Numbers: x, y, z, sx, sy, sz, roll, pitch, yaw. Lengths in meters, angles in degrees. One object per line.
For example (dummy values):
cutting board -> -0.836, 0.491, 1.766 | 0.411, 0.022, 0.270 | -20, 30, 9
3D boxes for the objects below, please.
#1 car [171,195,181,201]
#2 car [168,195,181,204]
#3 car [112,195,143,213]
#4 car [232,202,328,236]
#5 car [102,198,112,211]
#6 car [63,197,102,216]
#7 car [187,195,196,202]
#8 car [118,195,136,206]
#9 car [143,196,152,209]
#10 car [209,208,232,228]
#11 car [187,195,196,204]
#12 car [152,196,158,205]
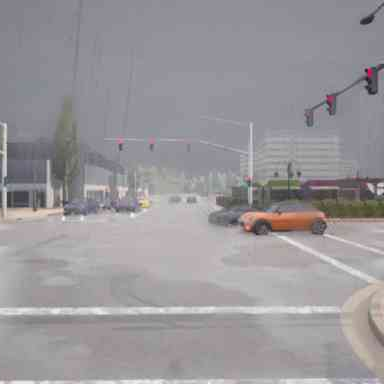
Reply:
car -> -3.587, 1.381, 74.921 | 1.994, 1.385, 4.181 | 0, 0, 0
car -> -3.575, 1.509, 64.648 | 2.033, 1.411, 5.357 | 0, 0, 0
car -> -7.130, 1.330, 37.184 | 2.097, 1.767, 4.553 | 0, 0, 0
car -> 4.764, 1.341, 17.864 | 4.553, 1.767, 2.097 | 0, 0, -8
car -> -10.643, 1.467, 41.488 | 2.128, 1.511, 4.902 | 0, 0, 0
car -> -10.714, 1.333, 32.341 | 2.097, 1.767, 4.553 | 0, 0, 2
car -> -0.088, 1.424, 74.957 | 1.895, 1.301, 4.718 | 0, 0, 0
car -> -10.643, 1.320, 54.919 | 2.097, 1.767, 4.553 | 0, 0, 0
car -> -7.139, 1.450, 46.306 | 1.882, 1.535, 5.008 | 0, 0, 0
car -> 3.203, 1.551, 21.823 | 4.181, 1.385, 1.994 | 0, 0, -1
car -> -0.075, 1.453, 64.652 | 2.128, 1.511, 4.902 | 0, 0, 0
car -> -7.124, 1.490, 59.811 | 1.812, 1.442, 4.674 | 0, 0, 0
